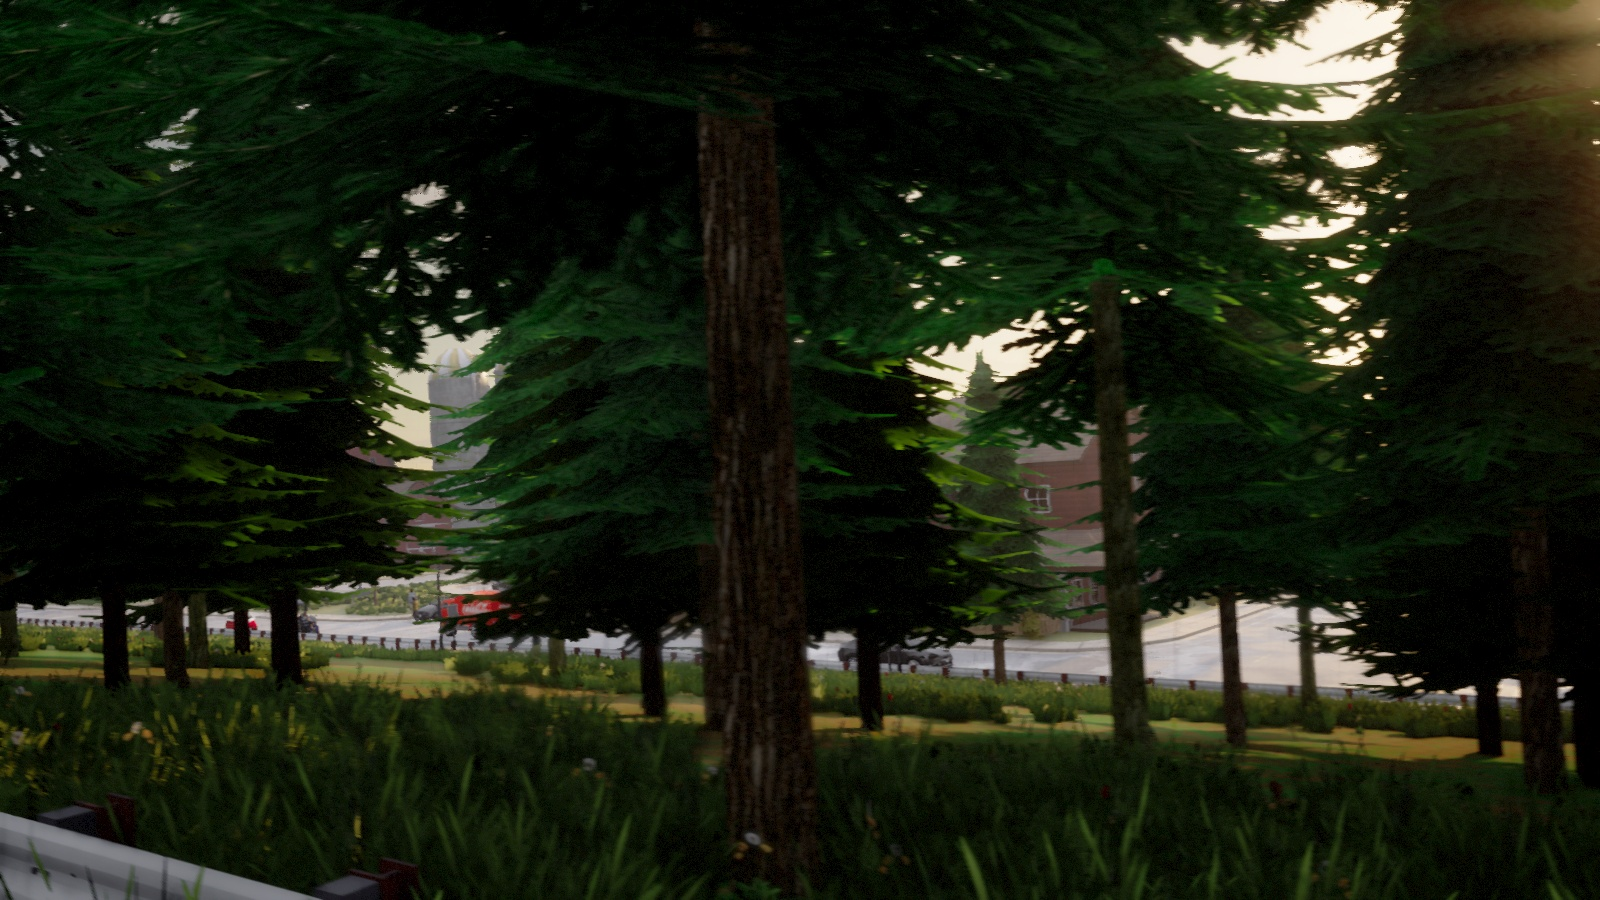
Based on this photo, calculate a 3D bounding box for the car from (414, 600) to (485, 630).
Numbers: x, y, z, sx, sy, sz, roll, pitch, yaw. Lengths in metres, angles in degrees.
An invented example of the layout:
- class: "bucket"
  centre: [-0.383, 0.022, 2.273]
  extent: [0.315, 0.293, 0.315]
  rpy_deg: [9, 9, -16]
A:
- class: "car"
  centre: [-23.064, 10.839, 82.736]
  extent: [1.816, 1.474, 4.193]
  rpy_deg: [-5, -2, 36]

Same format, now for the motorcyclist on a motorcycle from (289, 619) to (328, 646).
- class: "motorcyclist on a motorcycle"
  centre: [-30.231, 11.234, 77.264]
  extent: [2.191, 1.530, 0.866]
  rpy_deg: [-5, -2, 24]

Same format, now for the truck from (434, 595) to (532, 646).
- class: "truck"
  centre: [-18.097, 9.666, 71.490]
  extent: [5.204, 2.467, 2.627]
  rpy_deg: [-5, -2, 38]

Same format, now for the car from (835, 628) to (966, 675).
- class: "car"
  centre: [3.945, 7.954, 49.830]
  extent: [4.892, 1.490, 1.837]
  rpy_deg: [-5, -2, 38]

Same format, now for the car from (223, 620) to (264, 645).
- class: "car"
  centre: [-35.877, 11.768, 80.968]
  extent: [2.207, 1.376, 1.481]
  rpy_deg: [-6, -2, 38]
